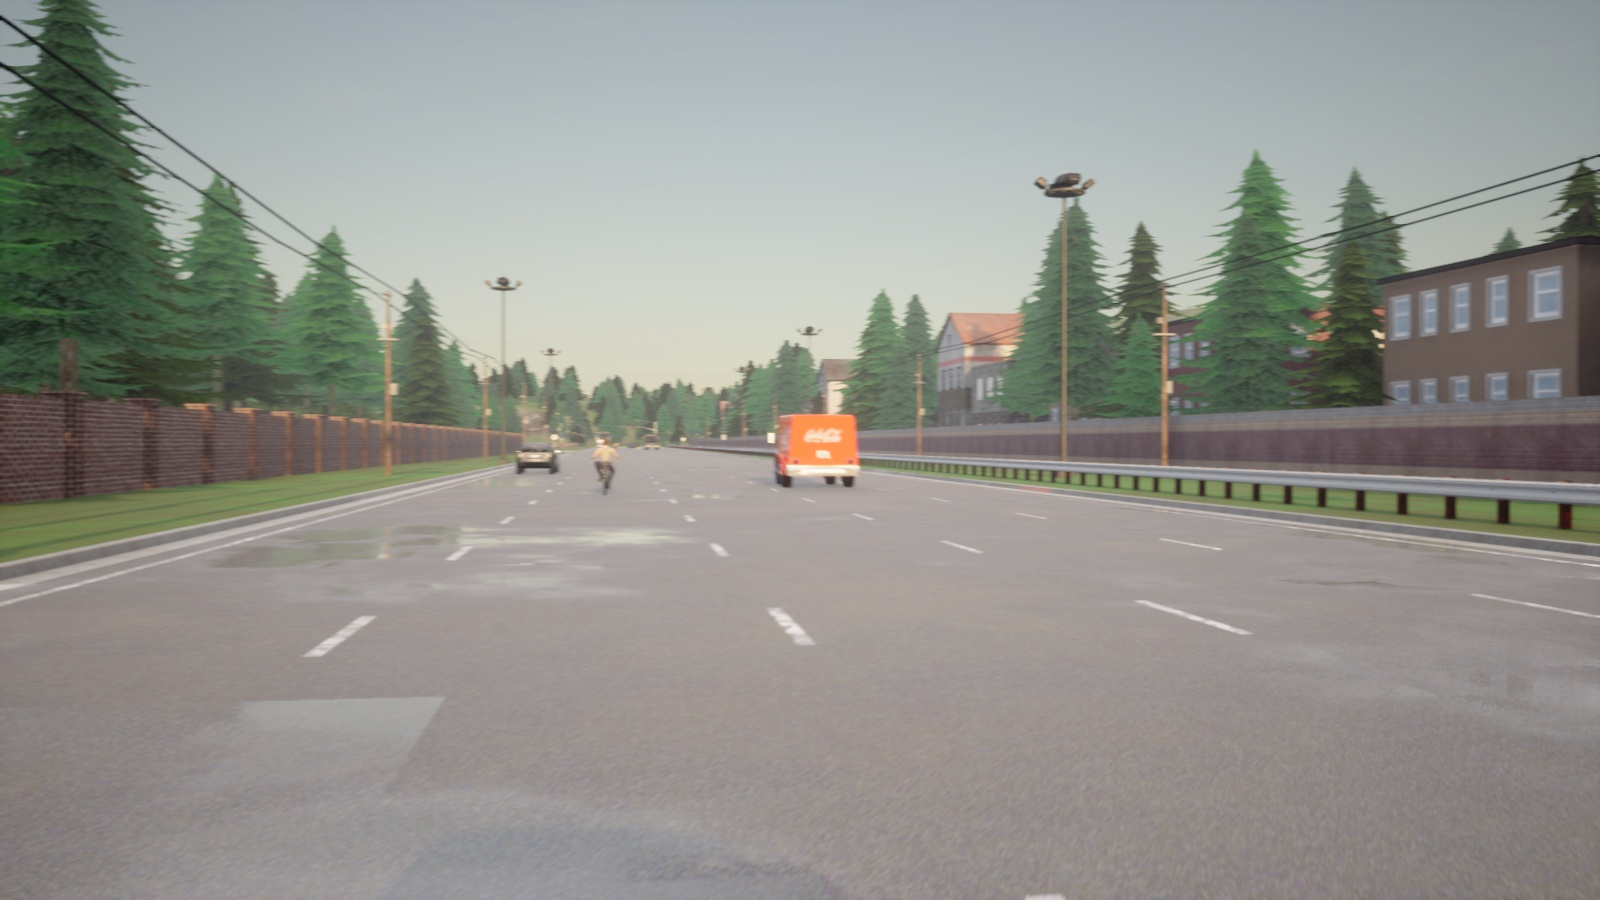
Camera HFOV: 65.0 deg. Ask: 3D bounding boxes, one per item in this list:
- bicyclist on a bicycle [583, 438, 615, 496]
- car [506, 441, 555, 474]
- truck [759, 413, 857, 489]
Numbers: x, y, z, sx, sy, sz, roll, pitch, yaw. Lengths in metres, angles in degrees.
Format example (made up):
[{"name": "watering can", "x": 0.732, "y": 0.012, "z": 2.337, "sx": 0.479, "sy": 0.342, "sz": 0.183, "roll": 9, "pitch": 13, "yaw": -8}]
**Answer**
[{"name": "bicyclist on a bicycle", "x": -5.739, "y": 0.465, "z": 35.883, "sx": 0.866, "sy": 1.612, "sz": 1.509, "roll": 0, "pitch": 0, "yaw": -8}, {"name": "car", "x": -12.933, "y": 0.317, "z": 60.466, "sx": 2.007, "sy": 1.525, "sz": 4.514, "roll": 0, "pitch": 0, "yaw": -8}, {"name": "truck", "x": 0.188, "y": 0.015, "z": 43.644, "sx": 2.627, "sy": 2.467, "sz": 5.204, "roll": 0, "pitch": 0, "yaw": -8}]
